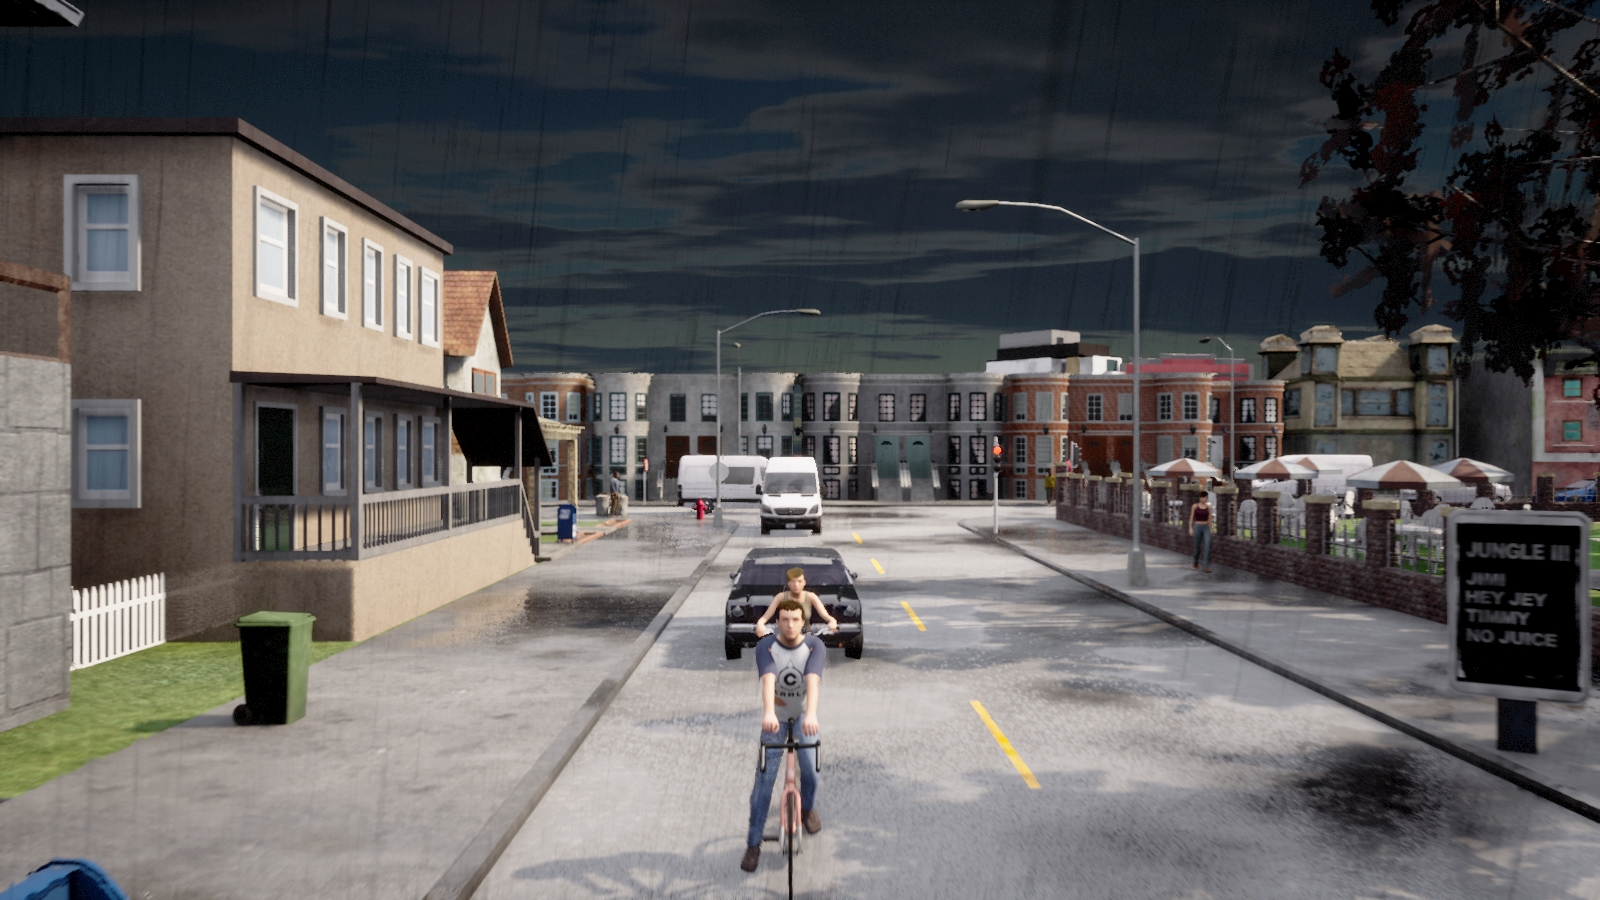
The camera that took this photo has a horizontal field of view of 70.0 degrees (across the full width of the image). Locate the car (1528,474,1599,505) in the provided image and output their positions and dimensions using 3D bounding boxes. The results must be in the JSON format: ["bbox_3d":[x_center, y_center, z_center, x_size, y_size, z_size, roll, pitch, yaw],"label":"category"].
[{"bbox_3d":[37.893,1.864,54.210,5.357,1.411,2.033,0,0,0],"label":"car"}]

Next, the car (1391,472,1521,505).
[{"bbox_3d":[31.050,1.820,54.155,4.892,1.480,2.231,0,0,0],"label":"car"}]

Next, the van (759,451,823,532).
[{"bbox_3d":[-0.283,1.305,38.965,1.988,2.561,5.915,0,0,0],"label":"van"}]

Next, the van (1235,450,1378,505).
[{"bbox_3d":[23.940,1.296,54.121,5.915,2.561,1.988,0,0,0],"label":"van"}]

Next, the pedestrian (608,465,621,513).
[{"bbox_3d":[-7.245,1.519,44.636,0.375,1.860,0.375,0,0,21],"label":"pedestrian"}]

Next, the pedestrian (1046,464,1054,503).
[{"bbox_3d":[11.973,1.613,54.767,0.375,1.860,0.375,0,0,16],"label":"pedestrian"}]

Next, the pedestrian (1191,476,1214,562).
[{"bbox_3d":[8.845,1.516,25.117,0.375,1.860,0.375,0,0,2],"label":"pedestrian"}]

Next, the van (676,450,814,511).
[{"bbox_3d":[-2.351,1.304,49.966,5.915,2.561,1.988,0,0,0],"label":"van"}]

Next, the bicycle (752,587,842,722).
[{"bbox_3d":[-0.036,2.034,11.585,0.859,1.080,1.487,0,1,-1],"label":"bicycle"}]

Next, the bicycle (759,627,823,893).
[{"bbox_3d":[-0.061,1.933,7.481,0.373,1.296,1.643,0,0,0],"label":"bicycle"}]

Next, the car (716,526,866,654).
[{"bbox_3d":[-0.127,1.931,16.861,1.895,1.301,4.718,0,0,0],"label":"car"}]
